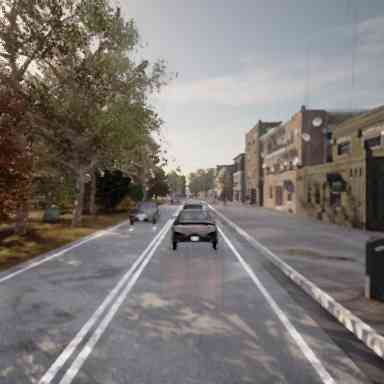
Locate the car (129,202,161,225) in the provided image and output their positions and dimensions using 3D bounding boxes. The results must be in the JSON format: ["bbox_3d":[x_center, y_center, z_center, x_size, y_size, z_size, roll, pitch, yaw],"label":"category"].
[{"bbox_3d":[-3.338,1.499,24.359,2.128,1.511,4.902,0,0,0],"label":"car"}]

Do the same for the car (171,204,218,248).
[{"bbox_3d":[0.106,1.498,14.707,2.128,1.511,4.902,0,0,0],"label":"car"}]

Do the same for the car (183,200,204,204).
[{"bbox_3d":[0.113,1.483,32.489,1.882,1.535,5.008,0,0,0],"label":"car"}]

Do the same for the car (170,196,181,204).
[{"bbox_3d":[-3.273,1.546,65.036,2.128,1.511,4.902,0,0,0],"label":"car"}]
